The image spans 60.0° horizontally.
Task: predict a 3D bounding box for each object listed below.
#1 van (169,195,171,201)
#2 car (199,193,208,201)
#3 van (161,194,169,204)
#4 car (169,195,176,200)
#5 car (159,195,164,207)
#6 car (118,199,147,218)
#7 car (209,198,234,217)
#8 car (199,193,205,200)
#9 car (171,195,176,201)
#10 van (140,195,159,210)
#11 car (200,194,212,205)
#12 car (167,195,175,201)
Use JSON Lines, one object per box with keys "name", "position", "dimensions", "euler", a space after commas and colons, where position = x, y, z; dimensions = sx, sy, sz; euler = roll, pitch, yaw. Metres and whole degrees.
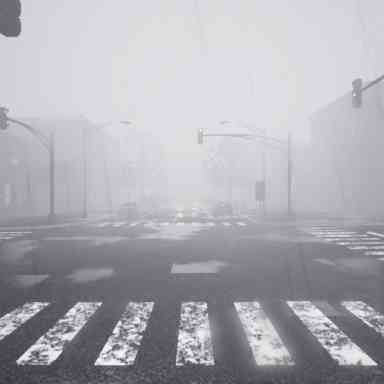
{"name": "van", "position": [-5.459, 1.328, 63.669], "dimensions": [1.690, 1.788, 3.998], "euler": [0, 0, 0]}
{"name": "car", "position": [3.003, 1.296, 85.823], "dimensions": [2.192, 1.841, 5.009], "euler": [-1, 0, 0]}
{"name": "van", "position": [-5.480, 1.329, 58.123], "dimensions": [1.690, 1.788, 3.998], "euler": [0, 0, 0]}
{"name": "car", "position": [-5.355, 1.561, 91.400], "dimensions": [1.802, 1.307, 4.206], "euler": [0, 0, 0]}
{"name": "car", "position": [-5.519, 1.536, 47.031], "dimensions": [1.887, 1.381, 4.507], "euler": [0, 0, 0]}
{"name": "car", "position": [-5.580, 1.576, 30.392], "dimensions": [1.802, 1.307, 4.206], "euler": [0, 0, 0]}
{"name": "car", "position": [2.800, 1.520, 30.531], "dimensions": [1.752, 1.417, 4.829], "euler": [-1, 0, 0]}
{"name": "car", "position": [2.964, 1.550, 74.730], "dimensions": [1.947, 1.339, 4.313], "euler": [-1, 0, 0]}
{"name": "car", "position": [-5.396, 1.549, 80.308], "dimensions": [1.947, 1.339, 4.313], "euler": [0, 0, 0]}
{"name": "van", "position": [-5.541, 1.333, 41.484], "dimensions": [1.690, 1.788, 3.998], "euler": [0, 0, 0]}
{"name": "car", "position": [2.903, 1.539, 58.092], "dimensions": [2.008, 1.369, 4.403], "euler": [-1, 0, 0]}
{"name": "car", "position": [-5.375, 1.526, 85.854], "dimensions": [1.887, 1.381, 4.507], "euler": [0, 0, 0]}
